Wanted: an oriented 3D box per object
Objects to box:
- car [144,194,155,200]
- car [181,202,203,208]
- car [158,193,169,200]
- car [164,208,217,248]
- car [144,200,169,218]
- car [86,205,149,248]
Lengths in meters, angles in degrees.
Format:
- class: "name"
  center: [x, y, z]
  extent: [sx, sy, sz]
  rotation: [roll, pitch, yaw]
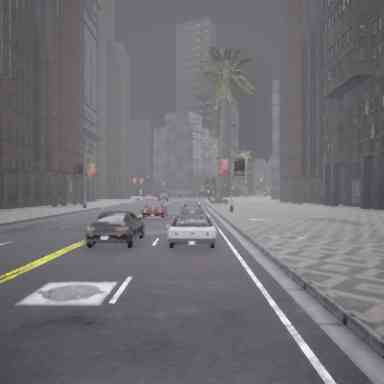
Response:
- class: "car"
  center: [-9.750, 1.295, 75.942]
  extent: [2.097, 1.767, 4.553]
  rotation: [0, 0, 0]
- class: "car"
  center: [0.000, 1.575, 29.651]
  extent: [1.994, 1.385, 4.181]
  rotation: [0, 0, 0]
- class: "car"
  center: [-6.500, 1.165, 75.883]
  extent: [2.150, 2.045, 5.566]
  rotation: [0, 0, 0]
- class: "car"
  center: [0.000, 1.616, 14.681]
  extent: [1.895, 1.301, 4.718]
  rotation: [0, 0, 0]
- class: "car"
  center: [-3.250, 1.619, 29.681]
  extent: [1.895, 1.301, 4.718]
  rotation: [0, 0, 0]
- class: "car"
  center: [-3.250, 1.532, 14.651]
  extent: [1.812, 1.442, 4.674]
  rotation: [0, 0, 0]
